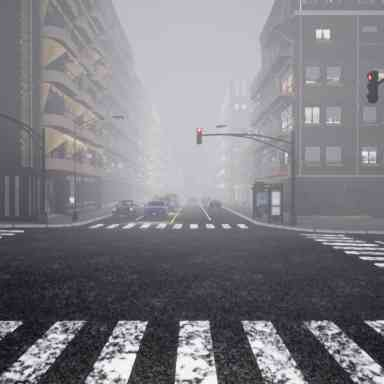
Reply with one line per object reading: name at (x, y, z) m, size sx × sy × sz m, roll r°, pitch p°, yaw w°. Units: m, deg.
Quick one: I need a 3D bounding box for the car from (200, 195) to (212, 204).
car at (2.644, 1.437, 63.035) m, size 1.967 × 1.590 × 4.097 m, roll 0°, pitch 0°, yaw 0°

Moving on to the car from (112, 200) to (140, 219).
car at (-5.713, 1.438, 29.202) m, size 1.967 × 1.590 × 4.097 m, roll 0°, pitch 0°, yaw 0°

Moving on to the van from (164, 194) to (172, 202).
van at (-5.748, 1.337, 79.951) m, size 1.690 × 1.788 × 3.998 m, roll 0°, pitch 0°, yaw 0°

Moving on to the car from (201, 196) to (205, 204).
car at (2.656, 1.542, 46.118) m, size 1.887 × 1.381 × 4.507 m, roll 0°, pitch 0°, yaw 0°

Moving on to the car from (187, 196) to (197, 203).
car at (0.051, 1.561, 69.704) m, size 1.994 × 1.385 × 4.181 m, roll 0°, pitch 0°, yaw 0°

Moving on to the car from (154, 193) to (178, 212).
car at (-3.114, 1.349, 38.913) m, size 2.097 × 1.767 × 4.553 m, roll 0°, pitch 0°, yaw 0°

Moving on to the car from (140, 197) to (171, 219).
car at (-3.108, 1.475, 29.285) m, size 1.882 × 1.535 × 5.008 m, roll 0°, pitch 0°, yaw -1°

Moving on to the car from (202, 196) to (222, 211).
car at (2.660, 1.548, 40.480) m, size 2.008 × 1.369 × 4.403 m, roll 0°, pitch 0°, yaw 0°

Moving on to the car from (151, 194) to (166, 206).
car at (-5.733, 1.312, 57.395) m, size 2.192 × 1.841 × 5.009 m, roll 0°, pitch 0°, yaw 0°

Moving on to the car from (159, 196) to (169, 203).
car at (-5.740, 1.522, 68.503) m, size 1.752 × 1.417 × 4.829 m, roll 0°, pitch 0°, yaw 0°

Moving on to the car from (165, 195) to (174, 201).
car at (-5.751, 1.546, 85.590) m, size 2.008 × 1.369 × 4.403 m, roll 0°, pitch 0°, yaw 0°
